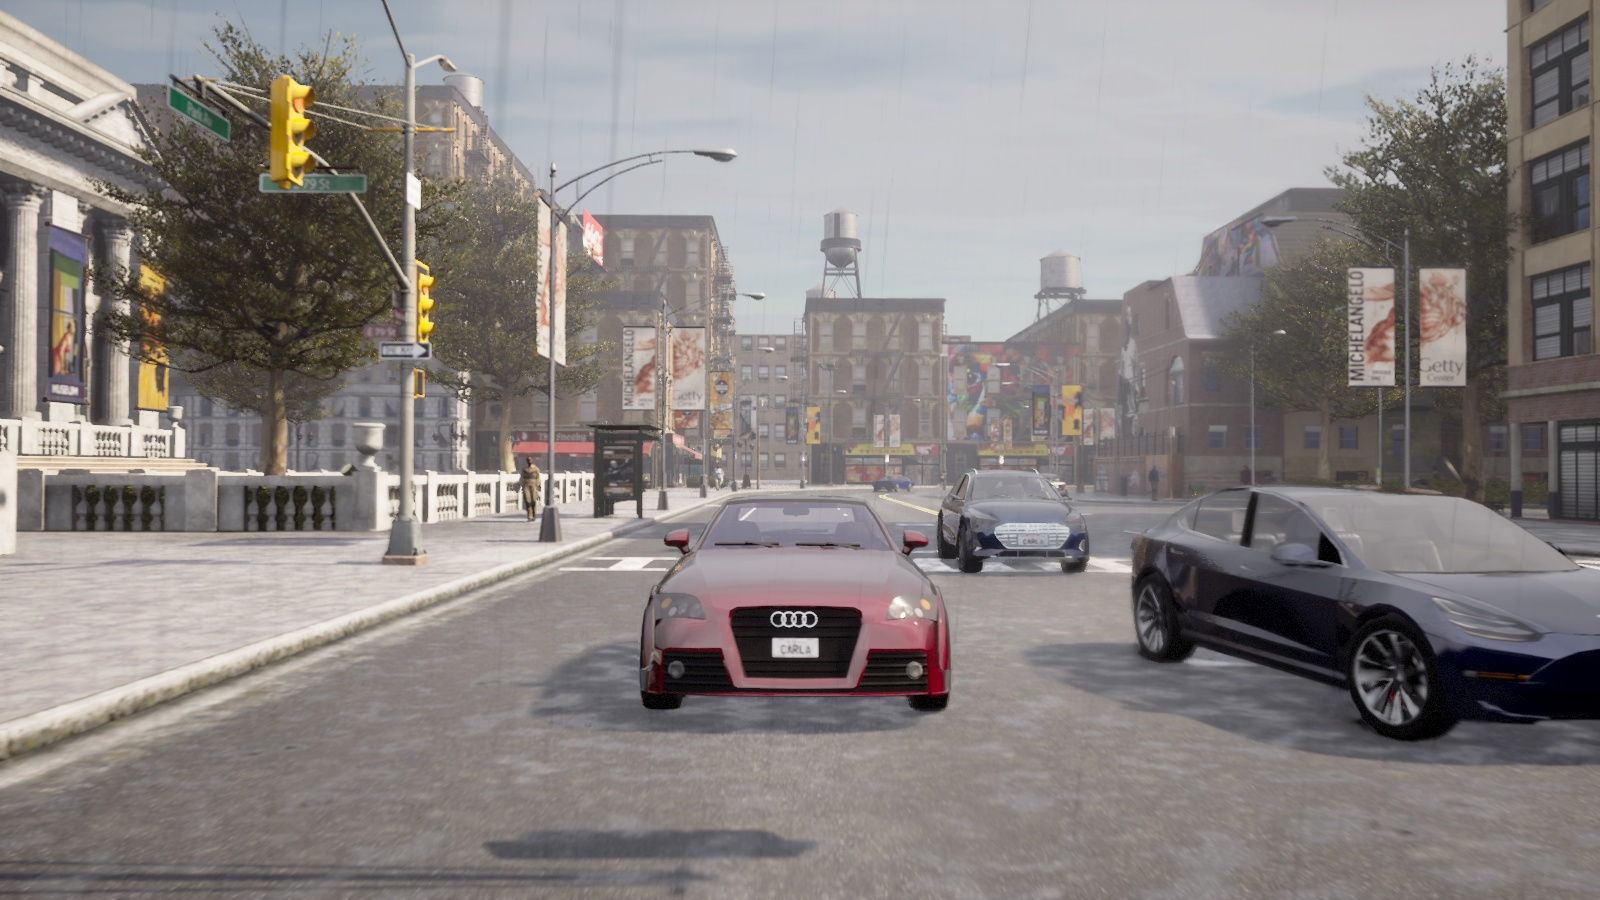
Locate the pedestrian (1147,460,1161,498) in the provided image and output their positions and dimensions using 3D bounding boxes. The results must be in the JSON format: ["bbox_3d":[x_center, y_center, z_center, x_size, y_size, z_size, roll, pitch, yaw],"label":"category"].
[{"bbox_3d":[17.618,1.447,62.477,0.402,1.842,0.726,0,-1,-10],"label":"pedestrian"}]

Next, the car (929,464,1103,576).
[{"bbox_3d":[3.457,1.083,21.053,2.033,1.649,4.856,0,-1,0],"label":"car"}]

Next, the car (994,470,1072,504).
[{"bbox_3d":[11.060,1.750,59.911,1.789,1.549,3.705,0,-1,-26],"label":"car"}]

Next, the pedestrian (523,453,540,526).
[{"bbox_3d":[-7.201,1.064,33.677,0.396,1.930,0.692,0,-1,-8],"label":"pedestrian"}]

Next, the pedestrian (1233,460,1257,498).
[{"bbox_3d":[21.703,1.409,61.207,0.899,1.844,0.634,0,-1,-28],"label":"pedestrian"}]

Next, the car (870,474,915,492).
[{"bbox_3d":[7.036,2.477,94.972,1.895,1.301,4.718,-1,-1,23],"label":"car"}]

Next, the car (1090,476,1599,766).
[{"bbox_3d":[4.125,0.951,9.142,2.163,1.488,4.792,0,-1,-11],"label":"car"}]

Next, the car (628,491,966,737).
[{"bbox_3d":[-0.022,1.038,9.534,1.994,1.385,4.181,0,-1,0],"label":"car"}]

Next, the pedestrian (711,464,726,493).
[{"bbox_3d":[-5.320,1.863,81.840,0.874,1.855,0.900,0,-1,2],"label":"pedestrian"}]
